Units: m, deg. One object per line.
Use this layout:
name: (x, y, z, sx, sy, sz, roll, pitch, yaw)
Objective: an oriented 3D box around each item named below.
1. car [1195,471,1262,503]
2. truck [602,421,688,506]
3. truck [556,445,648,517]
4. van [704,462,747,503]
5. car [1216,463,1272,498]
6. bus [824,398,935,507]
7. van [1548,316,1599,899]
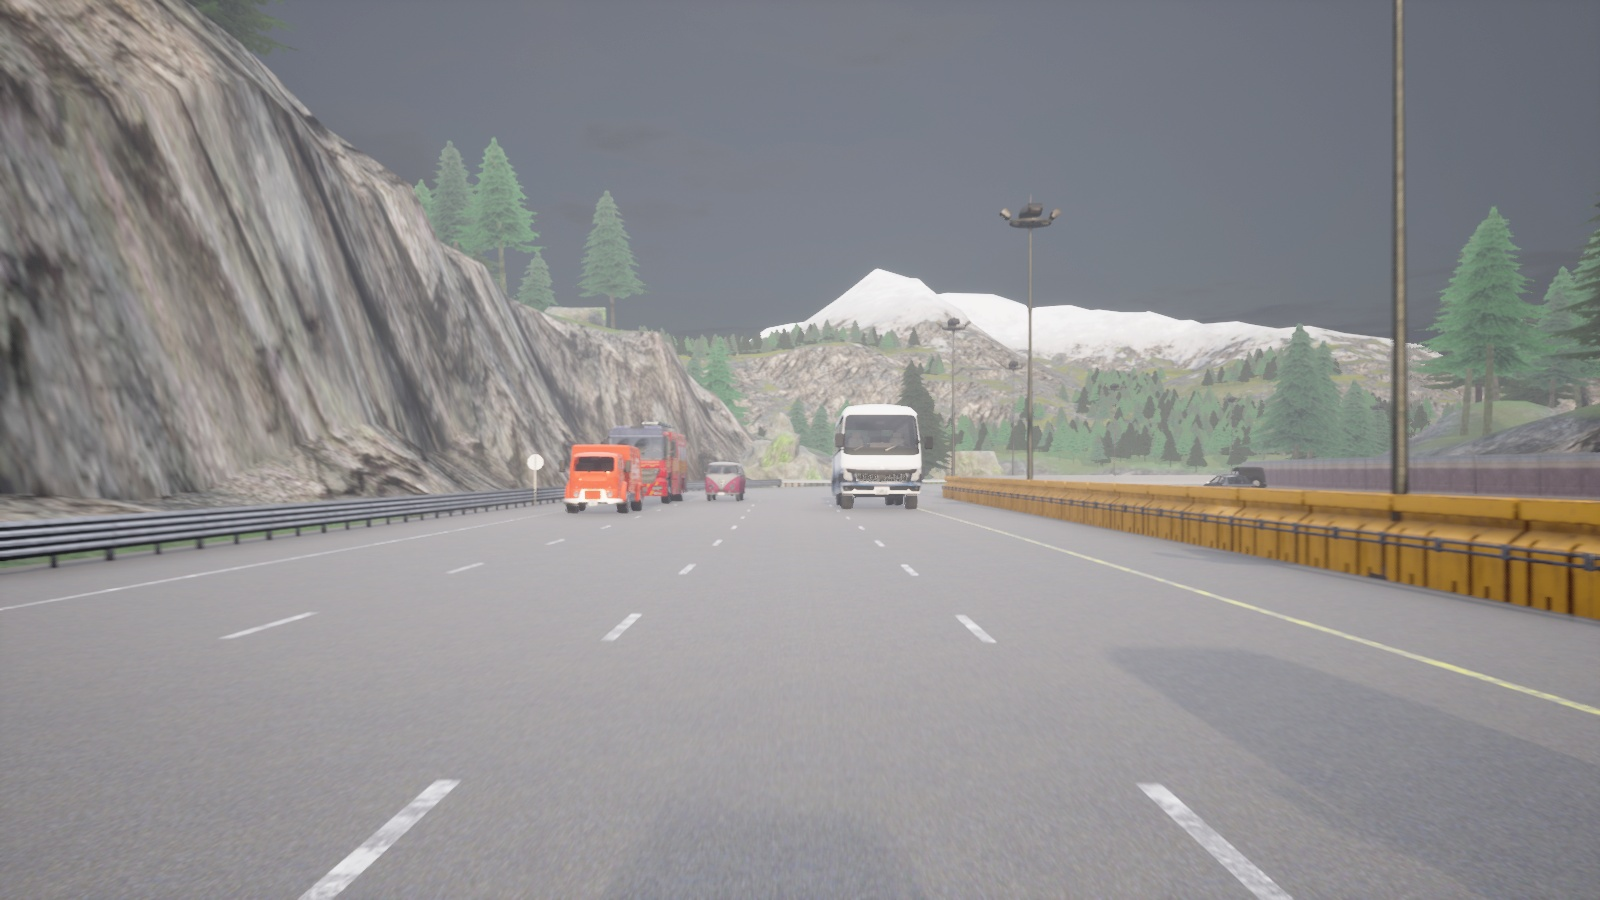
car: (20.672, 1.759, 60.762, 1.816, 1.474, 4.193, 0, -1, 0)
truck: (-7.312, 0.673, 60.441, 2.891, 3.827, 8.468, 0, -1, 1)
truck: (-7.190, 1.117, 46.121, 2.627, 2.467, 5.204, 0, -1, -1)
van: (-3.765, 1.637, 64.032, 1.775, 1.987, 4.442, 0, -1, 2)
car: (24.516, 1.673, 69.479, 1.905, 1.878, 3.866, 0, -1, 4)
bus: (3.201, 0.322, 54.167, 3.944, 4.253, 10.273, 0, -3, -1)
van: (3.507, 0.559, 1.879, 2.069, 2.038, 4.480, 0, -1, 0)
